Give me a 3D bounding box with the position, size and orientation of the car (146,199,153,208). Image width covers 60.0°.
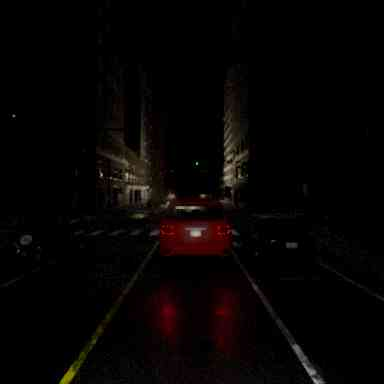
[{"bbox_3d":[-5.622,1.614,48.708,1.802,1.307,4.206,0,0,0],"label":"car"}]

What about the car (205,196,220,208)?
[{"bbox_3d":[2.903,1.472,48.692,1.967,1.590,4.097,0,0,0],"label":"car"}]

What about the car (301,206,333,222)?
[{"bbox_3d":[10.418,1.614,23.816,4.718,1.301,1.895,-1,0,0],"label":"car"}]

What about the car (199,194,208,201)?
[{"bbox_3d":[2.980,1.450,86.556,2.192,1.841,5.009,0,0,0],"label":"car"}]

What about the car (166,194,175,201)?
[{"bbox_3d":[-5.544,1.450,86.568,2.192,1.841,5.009,0,0,0],"label":"car"}]

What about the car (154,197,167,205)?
[{"bbox_3d":[-5.599,1.602,59.525,2.008,1.369,4.403,0,0,0],"label":"car"}]

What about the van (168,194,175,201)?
[{"bbox_3d":[-5.534,1.499,91.976,1.690,1.788,3.998,0,0,0],"label":"van"}]

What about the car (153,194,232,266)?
[{"bbox_3d":[0.104,1.221,11.679,2.150,2.045,5.566,0,0,0],"label":"car"}]

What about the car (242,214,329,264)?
[{"bbox_3d":[2.859,1.566,11.602,1.947,1.339,4.313,0,0,0],"label":"car"}]

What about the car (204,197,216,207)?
[{"bbox_3d":[2.914,1.566,54.272,1.752,1.417,4.829,0,0,0],"label":"car"}]

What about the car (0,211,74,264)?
[{"bbox_3d":[-5.667,1.440,11.605,1.967,1.590,4.097,0,0,0],"label":"car"}]

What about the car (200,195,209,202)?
[{"bbox_3d":[2.970,1.554,81.146,1.967,1.590,4.097,0,0,0],"label":"car"}]

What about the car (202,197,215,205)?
[{"bbox_3d":[2.926,1.602,59.510,2.008,1.369,4.403,0,0,0],"label":"car"}]

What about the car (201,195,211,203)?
[{"bbox_3d":[2.947,1.518,70.328,1.967,1.590,4.097,0,0,0],"label":"car"}]

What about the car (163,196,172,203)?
[{"bbox_3d":[-5.566,1.620,75.580,1.752,1.417,4.829,0,0,0],"label":"car"}]
